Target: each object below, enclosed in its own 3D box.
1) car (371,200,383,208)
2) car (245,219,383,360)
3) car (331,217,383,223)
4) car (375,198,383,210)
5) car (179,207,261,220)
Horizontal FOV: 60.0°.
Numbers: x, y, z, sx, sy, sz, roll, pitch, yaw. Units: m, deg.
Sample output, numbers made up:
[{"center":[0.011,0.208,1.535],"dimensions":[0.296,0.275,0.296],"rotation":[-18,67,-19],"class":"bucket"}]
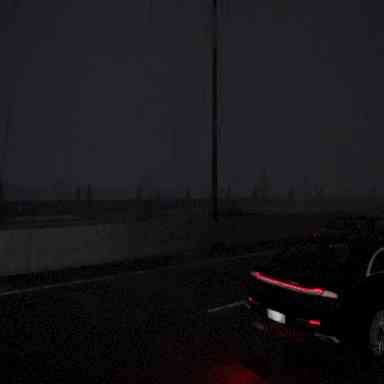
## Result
[{"center":[21.467,1.513,36.223],"dimensions":[4.674,1.442,1.812],"rotation":[0,0,-33],"class":"car"},{"center":[3.132,1.490,5.979],"dimensions":[4.902,1.511,2.128],"rotation":[0,0,-36],"class":"car"},{"center":[6.674,1.597,12.807],"dimensions":[4.718,1.301,1.895],"rotation":[0,0,-36],"class":"car"},{"center":[26.100,1.491,43.140],"dimensions":[4.892,1.490,1.837],"rotation":[1,0,-29],"class":"car"},{"center":[1.545,1.543,17.990],"dimensions":[5.357,1.411,2.033],"rotation":[0,0,-35],"class":"car"}]
